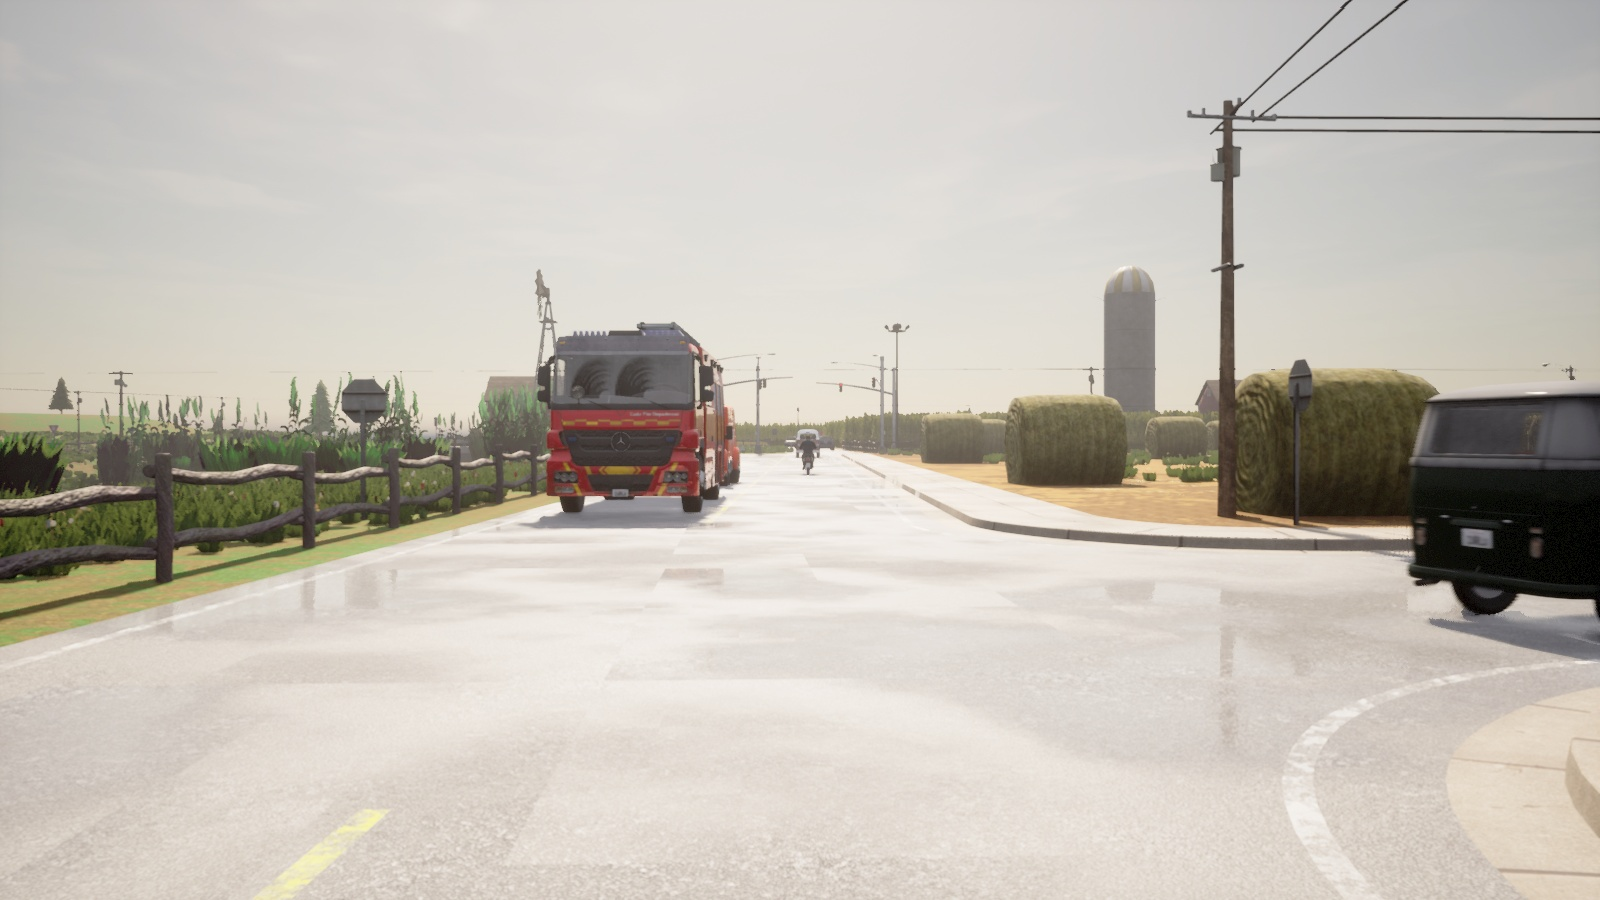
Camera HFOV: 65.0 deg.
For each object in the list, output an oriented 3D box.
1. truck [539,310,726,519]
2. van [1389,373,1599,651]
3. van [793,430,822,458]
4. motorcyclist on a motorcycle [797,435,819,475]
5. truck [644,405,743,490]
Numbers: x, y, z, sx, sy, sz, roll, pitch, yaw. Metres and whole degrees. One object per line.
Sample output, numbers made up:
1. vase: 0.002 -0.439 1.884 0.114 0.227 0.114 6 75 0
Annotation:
1. truck: -3.315 -0.698 27.270 2.891 3.827 8.468 0 1 0
2. van: 7.398 0.434 10.373 4.442 1.987 1.775 0 0 -14
3. van: 0.580 -0.463 91.901 2.069 2.038 4.480 0 1 0
4. motorcyclist on a motorcycle: 0.326 0.185 50.623 0.866 1.590 1.817 0 1 0
5. truck: -3.245 -0.169 39.483 2.627 2.467 5.204 0 2 0
